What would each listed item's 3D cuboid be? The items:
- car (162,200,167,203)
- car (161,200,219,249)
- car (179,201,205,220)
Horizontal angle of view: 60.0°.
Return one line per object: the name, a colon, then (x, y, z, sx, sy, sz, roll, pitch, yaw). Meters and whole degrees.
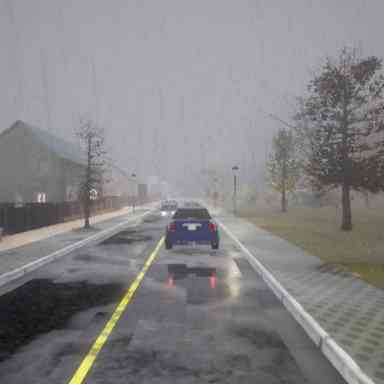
car: (-2.751, 1.671, 41.678, 1.994, 1.385, 4.181, 0, 0, 0)
car: (0.000, 1.377, 14.639, 2.097, 1.767, 4.553, 0, 0, 0)
car: (0.000, 1.602, 29.674, 2.033, 1.411, 5.357, 0, 0, 0)
